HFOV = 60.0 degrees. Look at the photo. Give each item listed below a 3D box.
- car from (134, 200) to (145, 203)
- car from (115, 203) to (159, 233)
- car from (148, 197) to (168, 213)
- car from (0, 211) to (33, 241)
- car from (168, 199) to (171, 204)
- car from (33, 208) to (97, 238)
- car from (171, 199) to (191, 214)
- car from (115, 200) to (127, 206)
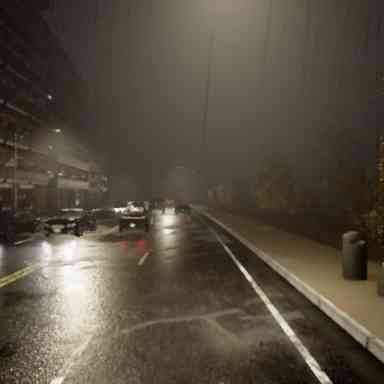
[{"bbox_3d":[-9.468,2.205,59.673,1.994,1.385,4.181,0,-1,-5],"label":"car"},{"bbox_3d":[-3.527,1.733,21.661,2.128,1.511,4.902,0,-1,-2],"label":"car"},{"bbox_3d":[-4.662,1.698,44.046,2.150,2.045,5.566,0,0,-4],"label":"car"},{"bbox_3d":[-10.129,1.762,18.452,2.033,1.411,5.357,0,-1,-2],"label":"car"},{"bbox_3d":[-5.233,2.295,78.706,1.882,1.535,5.008,0,-1,-8],"label":"car"},{"bbox_3d":[-6.910,1.711,19.290,2.128,1.511,4.902,0,-1,-2],"label":"car"},{"bbox_3d":[-1.215,1.932,41.148,2.128,1.511,4.902,0,0,-4],"label":"car"},{"bbox_3d":[-12.768,2.145,60.104,2.128,1.511,4.902,0,-1,-5],"label":"car"}]
